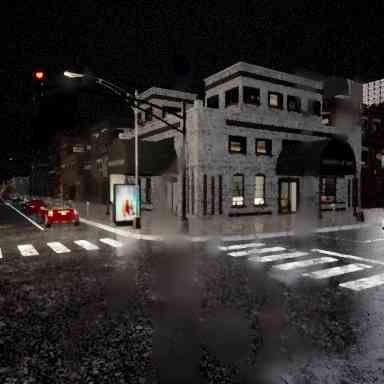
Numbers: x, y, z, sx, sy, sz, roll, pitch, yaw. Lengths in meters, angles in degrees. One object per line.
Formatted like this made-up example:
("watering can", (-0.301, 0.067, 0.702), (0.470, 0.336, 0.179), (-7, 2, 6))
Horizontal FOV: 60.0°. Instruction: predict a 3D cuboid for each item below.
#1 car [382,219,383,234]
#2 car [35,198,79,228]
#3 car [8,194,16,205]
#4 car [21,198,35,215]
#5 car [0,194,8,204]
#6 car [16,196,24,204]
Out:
("car", (10.608, 1.069, 14.384), (5.566, 2.045, 2.150), (0, 1, -32))
("car", (-8.595, 1.290, 21.330), (1.967, 1.590, 4.097), (-1, 1, -31))
("car", (-26.353, 1.271, 50.537), (2.008, 1.369, 4.403), (-1, 1, -31))
("car", (-14.514, 1.386, 31.067), (1.802, 1.307, 4.206), (-1, 1, -31))
("car", (-32.683, 1.277, 55.975), (1.994, 1.385, 4.181), (-1, 0, -31))
("car", (-17.474, 1.333, 35.935), (2.008, 1.369, 4.403), (-1, 1, -31))
